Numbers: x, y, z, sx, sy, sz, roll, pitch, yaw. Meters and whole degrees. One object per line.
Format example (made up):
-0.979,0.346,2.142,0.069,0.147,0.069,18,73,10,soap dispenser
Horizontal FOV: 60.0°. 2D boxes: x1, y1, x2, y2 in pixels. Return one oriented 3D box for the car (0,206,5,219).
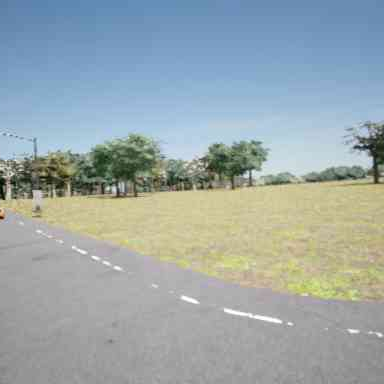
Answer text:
-21.934,2.120,36.590,2.097,1.767,4.553,-3,1,-33,car
